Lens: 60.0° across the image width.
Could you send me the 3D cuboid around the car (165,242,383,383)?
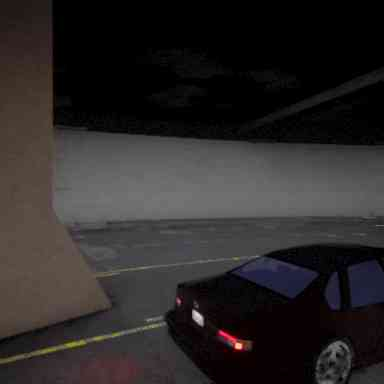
[{"bbox_3d":[2.329,1.497,4.932,5.357,1.411,2.033,0,1,-26],"label":"car"}]
